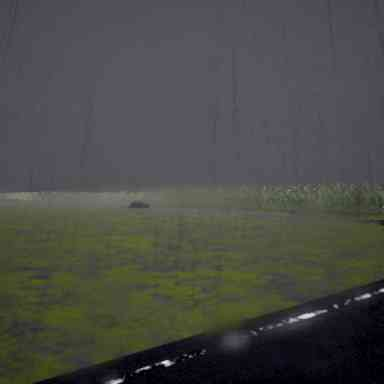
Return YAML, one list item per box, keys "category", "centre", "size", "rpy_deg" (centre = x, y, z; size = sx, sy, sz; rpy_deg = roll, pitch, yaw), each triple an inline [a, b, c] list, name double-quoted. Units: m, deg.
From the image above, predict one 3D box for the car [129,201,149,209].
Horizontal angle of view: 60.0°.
- category: "car"
  centre: [-9.082, 2.183, 56.951]
  size: [1.994, 1.385, 4.181]
  rpy_deg: [1, -1, -40]
